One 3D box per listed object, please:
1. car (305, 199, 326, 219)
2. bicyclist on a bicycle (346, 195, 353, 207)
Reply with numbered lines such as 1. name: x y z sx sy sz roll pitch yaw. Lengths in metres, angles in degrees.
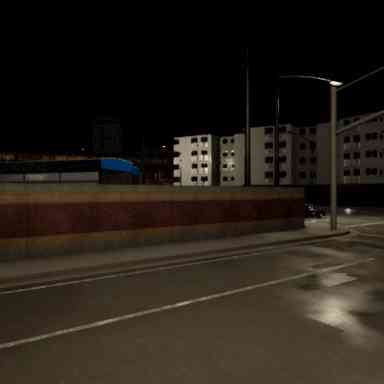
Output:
1. car: 9.537 1.344 29.565 2.097 1.767 4.553 0 0 -33
2. bicyclist on a bicycle: 22.109 1.283 46.636 1.656 1.620 0.582 0 0 -35
